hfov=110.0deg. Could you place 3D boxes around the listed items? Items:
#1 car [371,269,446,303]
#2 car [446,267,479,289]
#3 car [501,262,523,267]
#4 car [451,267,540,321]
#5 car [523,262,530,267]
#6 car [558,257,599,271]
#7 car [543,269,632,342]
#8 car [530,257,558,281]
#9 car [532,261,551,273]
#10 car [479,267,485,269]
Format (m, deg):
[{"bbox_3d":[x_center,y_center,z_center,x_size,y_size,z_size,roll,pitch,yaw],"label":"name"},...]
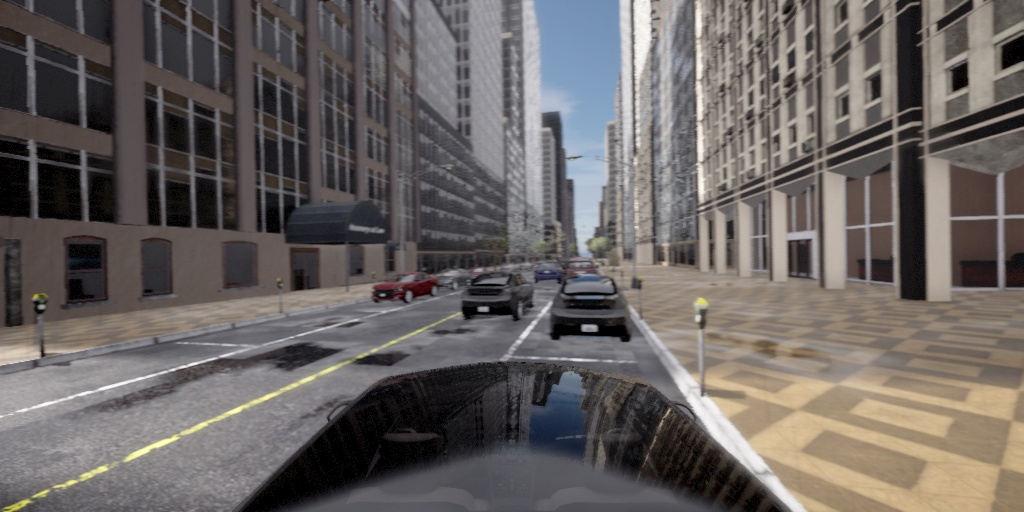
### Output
[{"bbox_3d":[-5.175,1.473,17.880,1.888,1.381,4.507,0,0,12],"label":"car"},{"bbox_3d":[-3.980,1.489,23.437,2.007,1.370,4.403,0,0,12],"label":"car"},{"bbox_3d":[-0.393,1.521,40.106,2.007,1.370,4.403,0,0,12],"label":"car"},{"bbox_3d":[-0.335,1.322,12.901,1.837,1.490,4.892,-1,0,12],"label":"car"},{"bbox_3d":[1.998,1.541,51.219,2.007,1.370,4.403,0,0,12],"label":"car"},{"bbox_3d":[4.213,1.104,21.675,2.192,1.841,5.009,0,0,12],"label":"car"},{"bbox_3d":[2.118,1.263,9.831,1.837,1.490,4.892,-1,0,12],"label":"car"},{"bbox_3d":[3.061,1.200,28.705,2.097,1.767,4.553,-1,0,12],"label":"car"},{"bbox_3d":[3.989,1.464,47.803,1.812,1.442,4.674,-1,-1,13],"label":"car"},{"bbox_3d":[-2.784,1.531,28.993,1.802,1.307,4.207,0,0,12],"label":"car"}]
